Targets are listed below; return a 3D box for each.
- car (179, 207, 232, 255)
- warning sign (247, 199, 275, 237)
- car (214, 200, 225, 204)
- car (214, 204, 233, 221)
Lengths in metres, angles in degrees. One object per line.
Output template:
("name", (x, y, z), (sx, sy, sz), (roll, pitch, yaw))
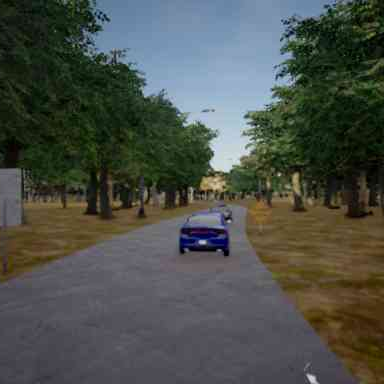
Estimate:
("car", (0.626, 1.615, 14.051), (1.882, 1.535, 5.008), (0, 0, 6))
("warning sign", (3.516, 1.288, 16.986), (1.300, 1.860, 1.060), (1, 0, 6))
("car", (5.517, 2.473, 65.121), (1.994, 1.385, 4.181), (0, -1, 9))
("car", (2.389, 1.907, 27.802), (1.895, 1.301, 4.718), (0, -1, 10))
